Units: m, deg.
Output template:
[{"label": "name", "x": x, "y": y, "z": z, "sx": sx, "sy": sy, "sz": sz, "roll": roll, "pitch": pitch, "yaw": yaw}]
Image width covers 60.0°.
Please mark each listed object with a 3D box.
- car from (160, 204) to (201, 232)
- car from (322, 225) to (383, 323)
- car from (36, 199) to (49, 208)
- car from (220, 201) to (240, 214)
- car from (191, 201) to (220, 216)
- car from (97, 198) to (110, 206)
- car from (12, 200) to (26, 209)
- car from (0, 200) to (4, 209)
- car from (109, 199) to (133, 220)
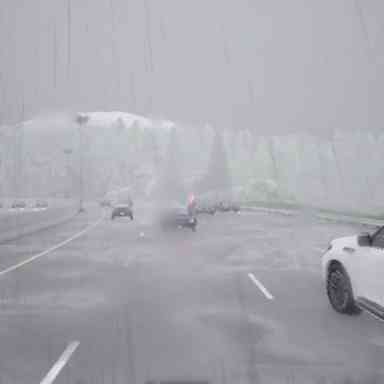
[{"label": "car", "x": -0.974, "y": 1.647, "z": 20.465, "sx": 1.895, "sy": 1.301, "sz": 4.718, "roll": -1, "pitch": 0, "yaw": -9}, {"label": "car", "x": 3.769, "y": 1.177, "z": 4.333, "sx": 2.150, "sy": 2.045, "sz": 5.566, "roll": 0, "pitch": 0, "yaw": -2}, {"label": "car", "x": -26.031, "y": 1.950, "z": 57.771, "sx": 2.128, "sy": 1.511, "sz": 4.902, "roll": -1, "pitch": 0, "yaw": -23}, {"label": "car", "x": 3.488, "y": 1.610, "z": 36.234, "sx": 1.895, "sy": 1.301, "sz": 4.718, "roll": -1, "pitch": 0, "yaw": -13}, {"label": "car", "x": 0.747, "y": 1.590, "z": 33.158, "sx": 2.033, "sy": 1.411, "sz": 5.357, "roll": -1, "pitch": 0, "yaw": -14}, {"label": "car", "x": -16.340, "y": 1.888, "z": 61.969, "sx": 1.994, "sy": 1.385, "sz": 4.181, "roll": -1, "pitch": 0, "yaw": -24}, {"label": "car", "x": -29.165, "y": 2.051, "z": 56.213, "sx": 1.994, "sy": 1.385, "sz": 4.181, "roll": -1, "pitch": 0, "yaw": -23}, {"label": "car", "x": -32.970, "y": 2.066, "z": 56.152, "sx": 1.812, "sy": 1.442, "sz": 4.674, "roll": -1, "pitch": 0, "yaw": -24}, {"label": "car", "x": -6.338, "y": 1.662, "z": 30.282, "sx": 1.812, "sy": 1.442, "sz": 4.674, "roll": -1, "pitch": 0, "yaw": -12}]
